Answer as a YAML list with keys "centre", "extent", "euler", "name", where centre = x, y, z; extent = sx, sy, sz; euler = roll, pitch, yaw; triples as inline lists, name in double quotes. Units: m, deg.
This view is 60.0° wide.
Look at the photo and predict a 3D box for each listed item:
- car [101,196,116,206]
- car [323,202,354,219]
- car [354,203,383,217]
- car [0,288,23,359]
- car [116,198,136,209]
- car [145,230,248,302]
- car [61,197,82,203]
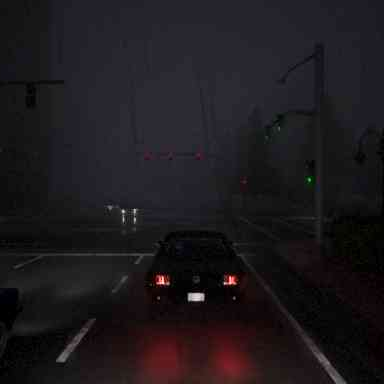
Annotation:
- centre: [-13.829, 1.470, 56.069]
  extent: [1.882, 1.535, 5.008]
  euler: [0, 1, -34]
  name: "car"
- centre: [13.670, 1.615, 29.537]
  extent: [4.181, 1.385, 1.994]
  euler: [0, 0, 0]
  name: "car"
- centre: [15.758, 1.553, 26.021]
  extent: [4.892, 1.490, 1.837]
  euler: [-1, 0, 0]
  name: "car"
- centre: [-3.429, 1.600, 2.769]
  extent: [1.895, 1.301, 4.718]
  euler: [0, 0, 0]
  name: "car"
- centre: [-8.889, 1.519, 45.539]
  extent: [1.812, 1.442, 4.674]
  euler: [0, 0, -18]
  name: "car"
- centre: [0.091, 1.600, 8.193]
  extent: [1.895, 1.301, 4.718]
  euler: [0, 0, 0]
  name: "car"
- centre: [-24.166, 1.586, 66.805]
  extent: [4.718, 1.301, 1.895]
  euler: [0, 0, 34]
  name: "car"
